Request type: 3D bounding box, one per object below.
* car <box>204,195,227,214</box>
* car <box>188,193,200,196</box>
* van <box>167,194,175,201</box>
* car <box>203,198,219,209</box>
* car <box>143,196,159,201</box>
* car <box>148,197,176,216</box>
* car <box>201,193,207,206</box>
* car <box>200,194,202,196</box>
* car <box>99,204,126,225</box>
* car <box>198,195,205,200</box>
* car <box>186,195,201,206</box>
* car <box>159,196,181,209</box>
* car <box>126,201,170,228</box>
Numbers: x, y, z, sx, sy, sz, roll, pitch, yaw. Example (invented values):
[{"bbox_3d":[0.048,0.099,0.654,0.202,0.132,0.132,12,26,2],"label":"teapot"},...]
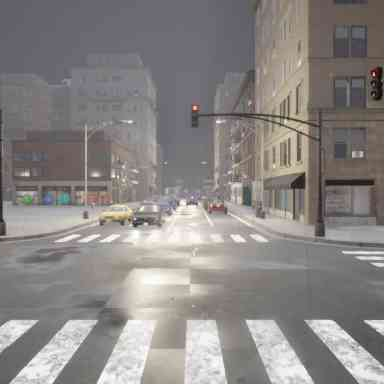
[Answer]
[{"bbox_3d":[2.636,1.442,35.414,1.967,1.590,4.097,0,0,0],"label":"car"},{"bbox_3d":[-0.003,1.226,64.208,2.150,2.045,5.566,0,0,0],"label":"car"},{"bbox_3d":[-5.391,1.349,86.371,1.690,1.788,3.998,0,0,0],"label":"van"},{"bbox_3d":[2.636,1.568,46.738,1.947,1.339,4.313,0,0,0],"label":"car"},{"bbox_3d":[-5.389,1.553,41.076,2.008,1.369,4.403,0,0,0],"label":"car"},{"bbox_3d":[-2.839,1.527,32.052,1.812,1.442,4.674,0,0,0],"label":"car"},{"bbox_3d":[2.636,1.317,41.076,2.192,1.841,5.009,0,0,0],"label":"car"},{"bbox_3d":[2.635,1.556,69.386,2.008,1.369,4.403,0,0,0],"label":"car"},{"bbox_3d":[-5.388,1.526,23.920,1.752,1.417,4.829,0,0,0],"label":"car"},{"bbox_3d":[2.634,1.575,92.033,1.947,1.339,4.313,0,0,0],"label":"car"},{"bbox_3d":[-0.002,1.604,53.906,1.895,1.301,4.718,0,0,0],"label":"car"},{"bbox_3d":[-2.789,1.550,41.788,2.033,1.411,5.357,0,0,1],"label":"car"},{"bbox_3d":[-2.835,1.548,22.747,2.033,1.411,5.357,0,0,-1],"label":"car"}]
